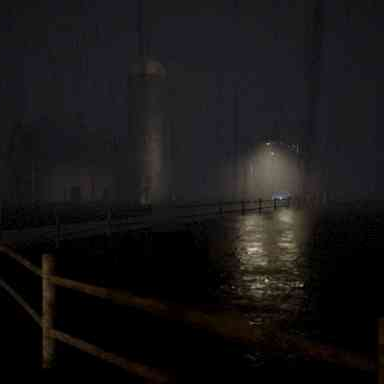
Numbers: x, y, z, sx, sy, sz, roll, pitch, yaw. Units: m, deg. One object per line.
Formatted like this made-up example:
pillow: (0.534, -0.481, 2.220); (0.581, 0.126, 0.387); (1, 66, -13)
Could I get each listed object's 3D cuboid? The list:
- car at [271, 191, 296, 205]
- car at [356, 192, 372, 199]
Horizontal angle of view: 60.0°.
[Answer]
car: (14.081, 0.899, 50.727); (2.150, 2.045, 5.566); (-1, 0, 37)
car: (39.616, 0.947, 77.473); (2.033, 1.411, 5.357); (-1, 0, 42)
